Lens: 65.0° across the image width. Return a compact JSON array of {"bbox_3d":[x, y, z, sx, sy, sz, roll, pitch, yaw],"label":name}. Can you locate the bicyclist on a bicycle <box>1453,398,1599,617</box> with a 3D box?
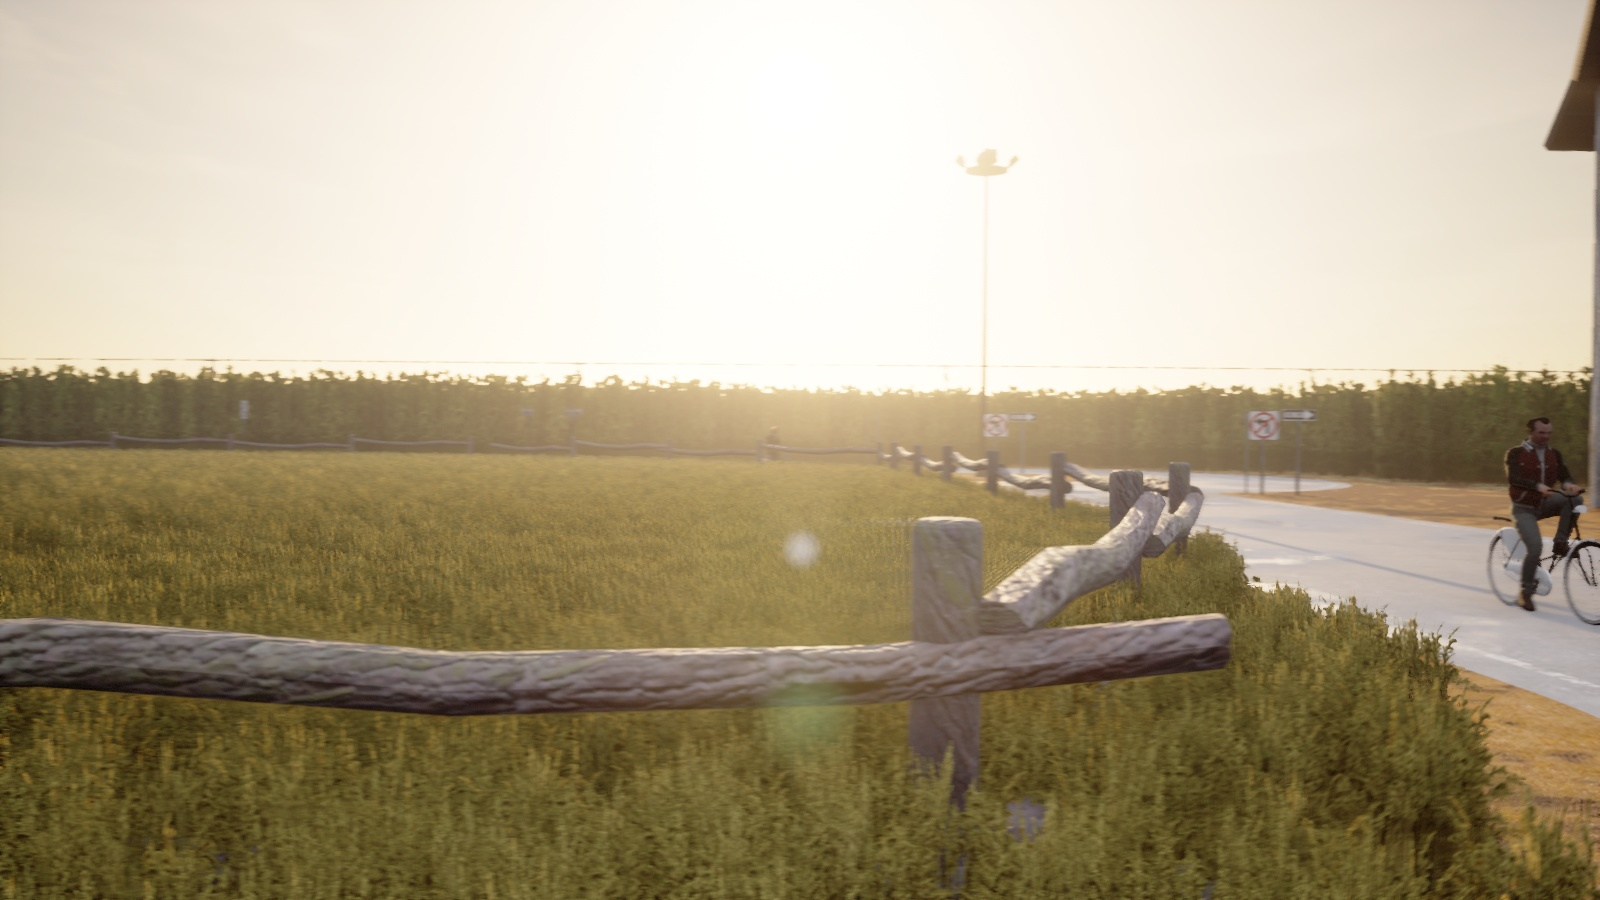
[{"bbox_3d":[6.621,0.453,11.103,0.659,1.776,1.843,-1,1,-3],"label":"bicyclist on a bicycle"}]
